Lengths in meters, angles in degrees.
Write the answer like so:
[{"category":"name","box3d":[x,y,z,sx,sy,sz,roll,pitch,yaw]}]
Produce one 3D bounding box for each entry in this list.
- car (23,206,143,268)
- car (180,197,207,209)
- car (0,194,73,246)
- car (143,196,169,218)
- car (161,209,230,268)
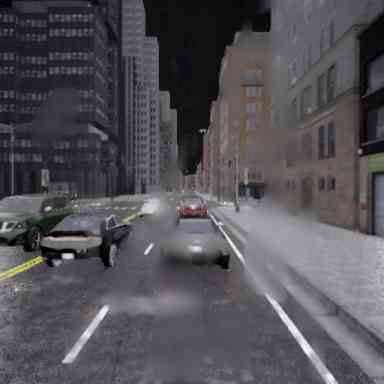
[{"category":"car","box3d":[-3.155,1.405,10.901,2.128,1.511,4.902,0,0,0]},{"category":"car","box3d":[0.098,1.145,26.521,2.097,1.767,4.553,0,1,0]},{"category":"car","box3d":[-6.600,1.114,13.588,2.150,2.045,5.566,0,0,0]},{"category":"car","box3d":[-3.134,1.308,27.781,1.812,1.442,4.674,0,0,0]},{"category":"car","box3d":[0.097,1.477,10.929,1.994,1.385,4.181,0,0,0]}]
